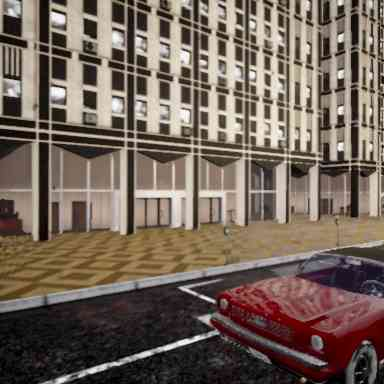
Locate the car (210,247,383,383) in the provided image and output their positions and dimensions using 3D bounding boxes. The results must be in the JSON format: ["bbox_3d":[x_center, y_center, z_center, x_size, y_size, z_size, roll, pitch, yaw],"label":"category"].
[{"bbox_3d":[2.597,1.635,5.227,4.718,1.301,1.895,0,0,-35],"label":"car"}]
